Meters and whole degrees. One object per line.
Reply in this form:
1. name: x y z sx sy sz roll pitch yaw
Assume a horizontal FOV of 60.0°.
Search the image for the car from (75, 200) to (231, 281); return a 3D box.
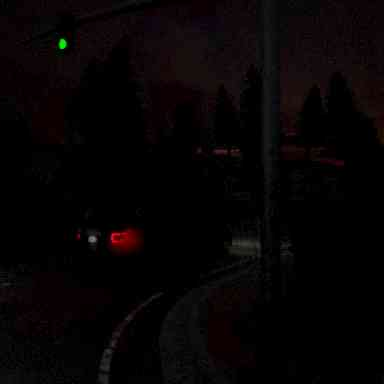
1. car: -0.879 1.265 10.364 2.150 2.045 5.566 0 0 36
